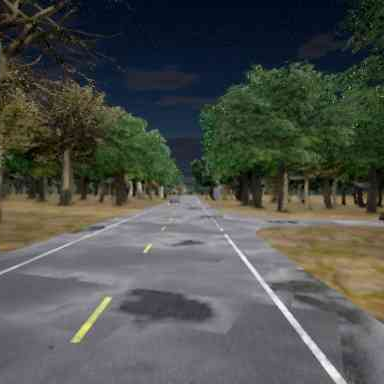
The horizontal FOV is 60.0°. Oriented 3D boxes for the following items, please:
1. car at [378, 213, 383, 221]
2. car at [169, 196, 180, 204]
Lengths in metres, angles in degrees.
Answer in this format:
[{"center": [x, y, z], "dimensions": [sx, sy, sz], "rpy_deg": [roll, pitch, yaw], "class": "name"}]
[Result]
[{"center": [18.891, 2.157, 28.329], "dimensions": [5.357, 1.411, 2.033], "rpy_deg": [2, -1, -2], "class": "car"}, {"center": [-3.524, 1.577, 67.993], "dimensions": [2.097, 1.767, 4.553], "rpy_deg": [0, 0, 0], "class": "car"}]
